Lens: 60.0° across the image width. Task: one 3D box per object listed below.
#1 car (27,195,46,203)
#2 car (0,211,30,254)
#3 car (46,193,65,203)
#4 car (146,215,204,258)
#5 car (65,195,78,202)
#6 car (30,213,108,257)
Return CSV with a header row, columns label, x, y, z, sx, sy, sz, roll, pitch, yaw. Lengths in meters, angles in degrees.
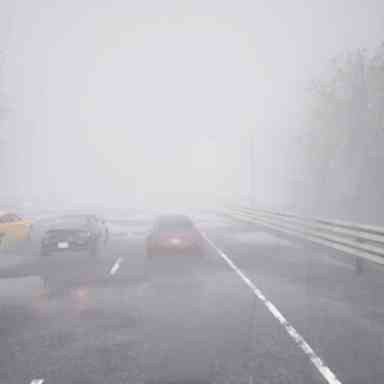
label,x,y,z,sx,sy,sz,roll,pitch,yaw
car,-32.007,1.576,67.633,1.994,1.385,4.181,0,0,-43
car,-8.011,1.496,13.460,1.882,1.535,5.008,0,0,-8
car,-29.354,1.230,69.911,2.150,2.045,5.566,0,0,-43
car,-0.686,1.550,12.720,1.994,1.385,4.181,0,0,-5
car,-26.638,1.340,72.125,2.097,1.767,4.553,0,0,-43
car,-4.412,1.528,12.932,1.812,1.442,4.674,0,0,-7
